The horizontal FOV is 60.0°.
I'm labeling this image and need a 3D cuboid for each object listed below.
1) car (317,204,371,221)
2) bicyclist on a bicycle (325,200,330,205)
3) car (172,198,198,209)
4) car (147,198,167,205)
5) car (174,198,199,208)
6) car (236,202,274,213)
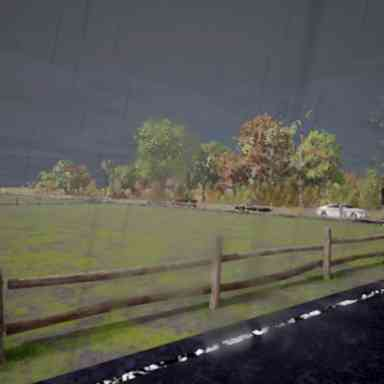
[{"bbox_3d":[13.678,1.787,30.215,1.812,1.442,4.674,1,0,-35],"label":"car"},{"bbox_3d":[15.514,1.775,38.079,1.656,1.620,0.582,0,0,-35],"label":"bicyclist on a bicycle"},{"bbox_3d":[-1.399,1.806,52.156,1.812,1.442,4.674,1,0,-34],"label":"car"},{"bbox_3d":[-6.934,1.849,65.154,2.033,1.411,5.357,1,0,-35],"label":"car"},{"bbox_3d":[-1.002,1.784,56.631,1.882,1.535,5.008,1,0,-34],"label":"car"},{"bbox_3d":[7.414,1.876,39.309,1.895,1.301,4.718,1,0,-35],"label":"car"}]
